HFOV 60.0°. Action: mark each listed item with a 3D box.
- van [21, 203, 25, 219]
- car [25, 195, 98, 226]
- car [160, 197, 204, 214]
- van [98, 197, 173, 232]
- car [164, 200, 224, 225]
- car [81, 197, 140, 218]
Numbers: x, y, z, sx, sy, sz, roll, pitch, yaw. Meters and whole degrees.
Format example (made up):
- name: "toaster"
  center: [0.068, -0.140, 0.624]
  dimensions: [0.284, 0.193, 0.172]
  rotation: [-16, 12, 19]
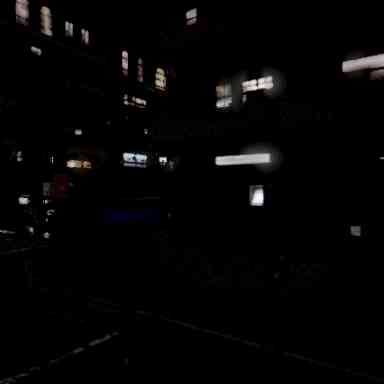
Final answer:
- name: "van"
  center: [-9.799, 1.148, 23.402]
  dimensions: [1.690, 1.788, 3.998]
  rotation: [1, 1, 35]
- name: "car"
  center: [-7.926, 1.172, 21.645]
  dimensions: [2.097, 1.767, 4.553]
  rotation: [0, 1, 36]
- name: "car"
  center: [-0.872, 1.215, 31.601]
  dimensions: [1.994, 1.385, 4.181]
  rotation: [0, 1, 35]
- name: "van"
  center: [-2.965, 1.174, 18.552]
  dimensions: [1.690, 1.788, 3.998]
  rotation: [1, 1, 35]
- name: "car"
  center: [0.260, 1.307, 23.135]
  dimensions: [2.008, 1.369, 4.403]
  rotation: [1, 1, 35]
- name: "car"
  center: [-6.673, 1.258, 27.846]
  dimensions: [1.752, 1.417, 4.829]
  rotation: [1, 1, 35]
